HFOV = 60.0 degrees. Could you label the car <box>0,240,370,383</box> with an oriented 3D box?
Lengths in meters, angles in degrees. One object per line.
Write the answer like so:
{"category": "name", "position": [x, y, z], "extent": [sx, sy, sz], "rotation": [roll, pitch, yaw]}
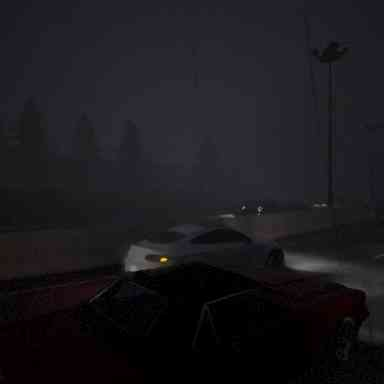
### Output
{"category": "car", "position": [0.253, 1.609, 4.139], "extent": [4.718, 1.301, 1.895], "rotation": [0, 0, -37]}

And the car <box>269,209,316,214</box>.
{"category": "car", "position": [8.205, 1.587, 26.239], "extent": [2.033, 1.411, 5.357], "rotation": [0, 0, 41]}

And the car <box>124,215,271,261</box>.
{"category": "car", "position": [0.491, 1.543, 8.818], "extent": [4.674, 1.442, 1.812], "rotation": [0, 0, -39]}

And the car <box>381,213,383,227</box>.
{"category": "car", "position": [13.778, 1.568, 21.688], "extent": [2.033, 1.411, 5.357], "rotation": [0, 0, 40]}
